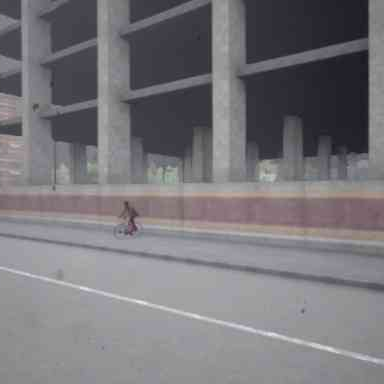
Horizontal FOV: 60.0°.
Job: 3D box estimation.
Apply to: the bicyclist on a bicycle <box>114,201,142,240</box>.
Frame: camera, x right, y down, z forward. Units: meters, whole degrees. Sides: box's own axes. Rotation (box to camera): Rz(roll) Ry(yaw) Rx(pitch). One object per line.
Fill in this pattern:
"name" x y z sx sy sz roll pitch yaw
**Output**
"bicyclist on a bicycle" -2.707 1.212 14.210 0.582 1.620 1.656 0 -1 34
